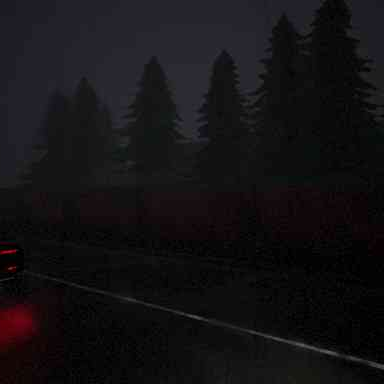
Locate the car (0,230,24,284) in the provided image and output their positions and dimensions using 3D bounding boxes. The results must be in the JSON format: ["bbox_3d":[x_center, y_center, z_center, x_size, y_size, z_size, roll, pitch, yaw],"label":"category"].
[{"bbox_3d":[-6.142,1.504,8.370,4.892,1.490,1.837,0,0,35],"label":"car"}]
